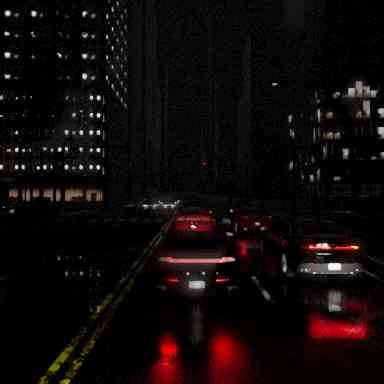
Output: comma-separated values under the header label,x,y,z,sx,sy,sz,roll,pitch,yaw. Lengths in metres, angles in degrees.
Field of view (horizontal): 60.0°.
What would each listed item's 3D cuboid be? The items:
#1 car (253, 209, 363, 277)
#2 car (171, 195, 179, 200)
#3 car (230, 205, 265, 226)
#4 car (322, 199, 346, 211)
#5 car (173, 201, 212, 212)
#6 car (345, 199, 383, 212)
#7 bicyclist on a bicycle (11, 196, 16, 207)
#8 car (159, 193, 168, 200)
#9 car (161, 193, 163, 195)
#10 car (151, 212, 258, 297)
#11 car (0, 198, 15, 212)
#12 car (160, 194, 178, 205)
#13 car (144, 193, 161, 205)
label,x,y,z,sx,sy,sz,roll,pitch,yaw
car,3.339,1.501,10.203,1.837,1.490,4.892,0,0,0
car,-4.462,1.472,88.376,1.895,1.301,4.718,0,0,-1
car,3.328,1.468,19.428,1.882,1.535,5.008,0,0,0
car,18.614,1.564,40.916,4.902,1.511,2.128,0,-1,1
car,0.079,1.469,18.026,1.882,1.535,5.008,0,0,0
car,20.164,1.593,37.625,4.181,1.385,1.994,0,-1,1
bicyclist on a bicycle,-25.210,1.372,46.827,0.582,1.620,1.656,0,0,2
car,-7.734,1.226,89.528,2.097,1.767,4.553,0,0,-1
car,-7.452,1.146,74.046,2.150,2.045,5.566,0,0,-1
car,0.090,1.488,8.529,2.128,1.511,4.902,0,0,0
car,-22.184,1.146,35.872,5.566,2.045,2.150,0,-1,1
car,-3.991,1.508,58.613,1.994,1.385,4.181,0,0,-1
car,-7.241,1.295,58.609,2.097,1.767,4.553,0,0,-1
